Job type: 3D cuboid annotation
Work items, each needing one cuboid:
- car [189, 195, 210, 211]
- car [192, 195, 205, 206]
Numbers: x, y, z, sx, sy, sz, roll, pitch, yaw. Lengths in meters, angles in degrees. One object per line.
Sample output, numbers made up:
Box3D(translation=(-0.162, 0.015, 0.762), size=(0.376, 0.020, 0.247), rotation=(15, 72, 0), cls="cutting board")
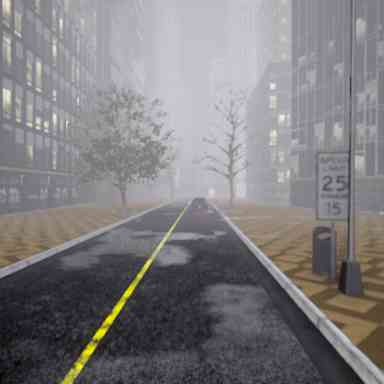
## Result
Box3D(translation=(0.813, 1.240, 36.201), size=(1.837, 1.490, 4.892), rotation=(0, 1, 1), cls="car")
Box3D(translation=(0.967, 1.182, 47.654), size=(1.812, 1.442, 4.674), rotation=(0, 1, 2), cls="car")
